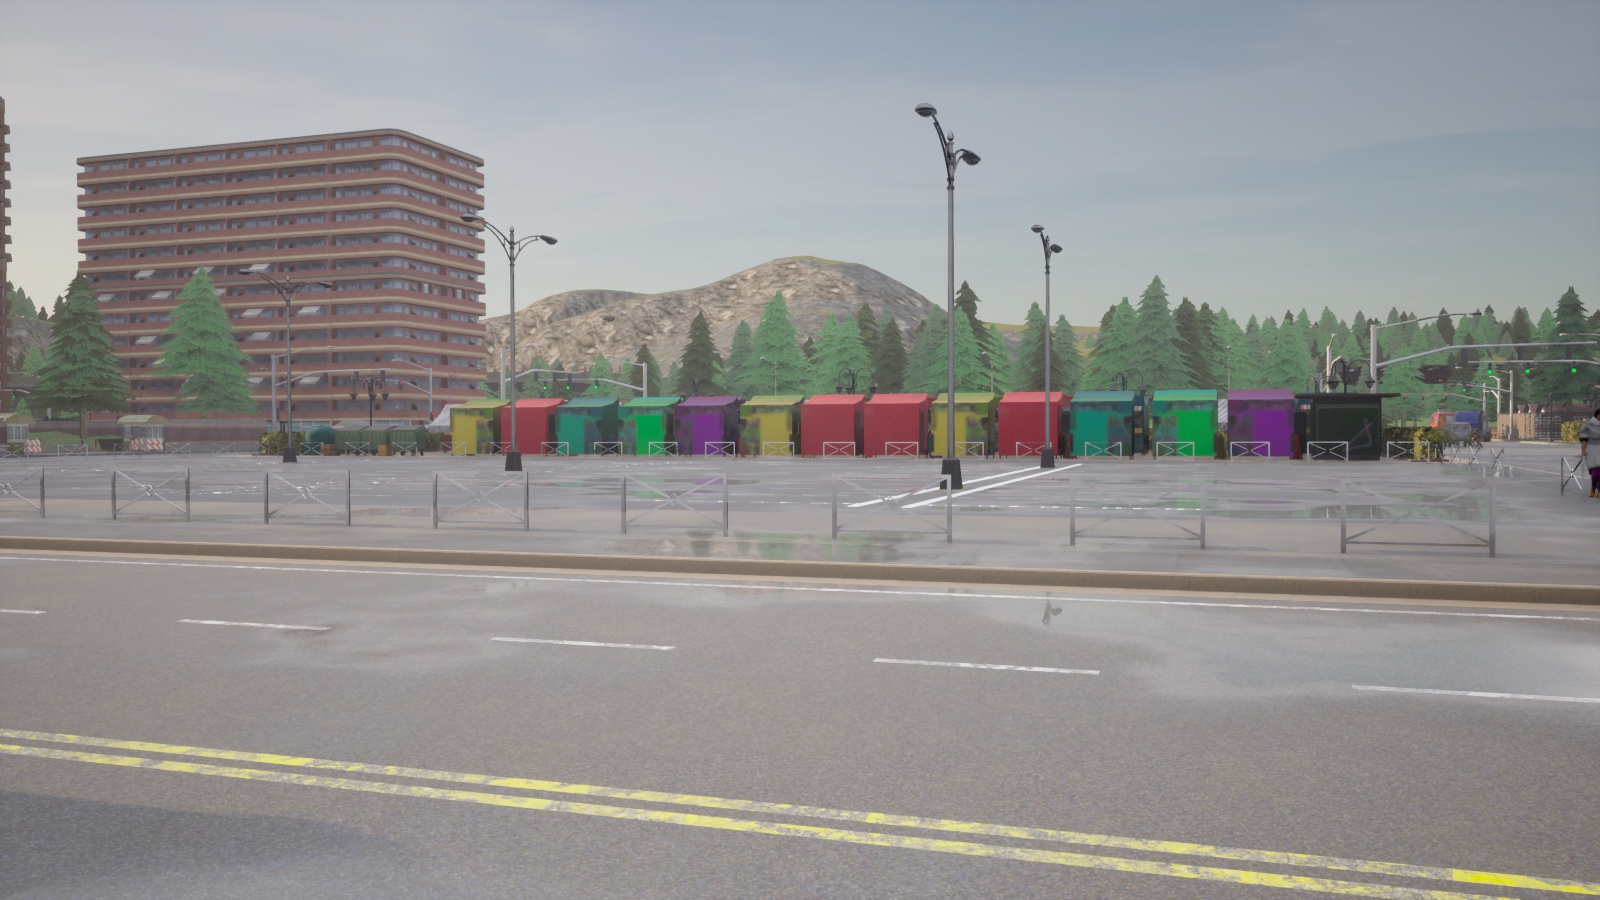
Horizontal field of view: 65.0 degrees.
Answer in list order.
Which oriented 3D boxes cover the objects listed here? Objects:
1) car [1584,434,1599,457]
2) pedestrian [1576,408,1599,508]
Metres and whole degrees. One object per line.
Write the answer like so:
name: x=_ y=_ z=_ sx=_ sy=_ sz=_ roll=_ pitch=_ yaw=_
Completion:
car: x=53.712 y=-0.302 z=83.080 sx=2.163 sy=1.488 sz=4.792 roll=1 pitch=1 yaw=20
pedestrian: x=15.892 y=0.146 z=24.932 sx=0.659 sy=1.952 sz=0.873 roll=1 pitch=1 yaw=21
